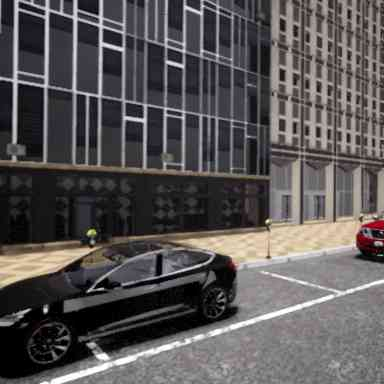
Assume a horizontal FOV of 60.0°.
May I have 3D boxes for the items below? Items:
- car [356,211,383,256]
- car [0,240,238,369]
[{"bbox_3d":[8.175,1.397,12.344,5.009,1.841,2.192,0,0,-35],"label":"car"},{"bbox_3d":[-1.108,1.580,5.761,4.313,1.339,1.947,0,0,-35],"label":"car"}]
